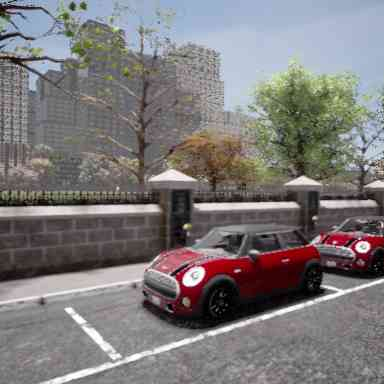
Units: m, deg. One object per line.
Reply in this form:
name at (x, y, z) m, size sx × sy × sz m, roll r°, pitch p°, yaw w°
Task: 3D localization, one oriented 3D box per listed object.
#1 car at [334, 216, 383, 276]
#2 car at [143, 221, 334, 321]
car at (5.555, 1.499, 10.521) m, size 4.097 × 1.590 × 1.967 m, roll 0°, pitch 0°, yaw -36°
car at (0.973, 1.467, 7.252) m, size 4.097 × 1.590 × 1.967 m, roll 0°, pitch 0°, yaw -36°
